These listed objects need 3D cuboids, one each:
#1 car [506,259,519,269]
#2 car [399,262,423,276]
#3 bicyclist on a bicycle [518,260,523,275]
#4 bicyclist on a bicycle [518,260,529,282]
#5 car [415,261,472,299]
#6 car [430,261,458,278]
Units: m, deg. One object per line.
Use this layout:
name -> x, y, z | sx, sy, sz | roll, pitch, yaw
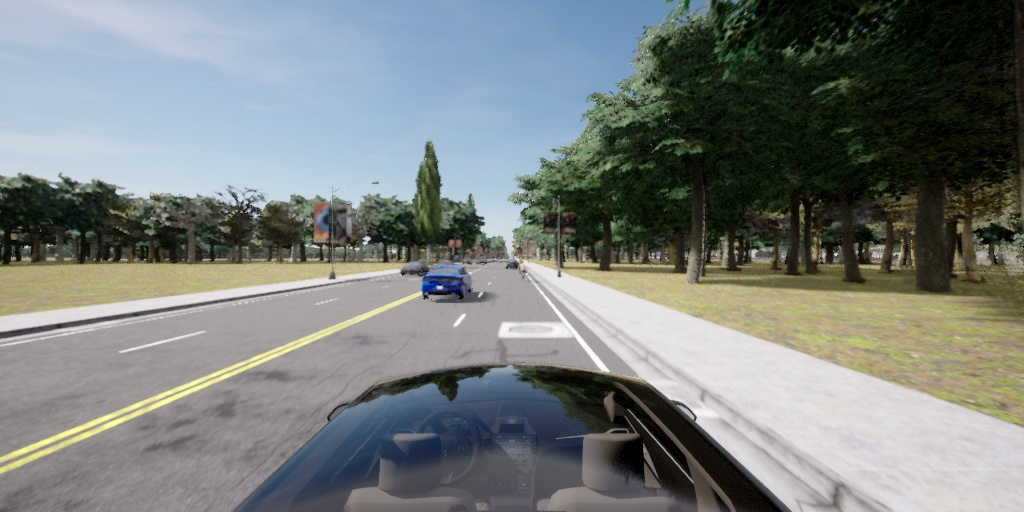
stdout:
car -> 0.054, 1.274, 57.545 | 1.812, 1.442, 4.674 | 0, 0, 0
car -> -9.846, 1.297, 36.633 | 2.033, 1.411, 5.357 | 0, 0, 0
bicyclist on a bicycle -> 0.892, 1.202, 37.739 | 0.582, 1.620, 1.656 | 0, 0, 0
bicyclist on a bicycle -> 0.874, 1.186, 28.041 | 0.866, 1.612, 1.509 | 0, 0, 0
car -> -3.150, 1.227, 18.091 | 1.882, 1.535, 5.008 | 0, 0, 0
car -> -6.593, 1.256, 35.376 | 1.837, 1.490, 4.892 | 0, 0, 0
